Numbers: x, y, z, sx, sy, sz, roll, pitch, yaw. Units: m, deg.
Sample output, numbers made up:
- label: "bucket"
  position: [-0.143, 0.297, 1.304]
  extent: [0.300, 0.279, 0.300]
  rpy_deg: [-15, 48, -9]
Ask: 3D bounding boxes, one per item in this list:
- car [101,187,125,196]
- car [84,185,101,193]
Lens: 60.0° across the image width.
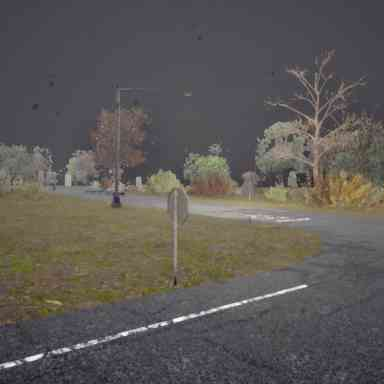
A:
- label: "car"
  position: [-12.134, -0.168, 52.015]
  extent: [1.994, 1.385, 4.181]
  rpy_deg: [0, 2, -36]
- label: "car"
  position: [-17.726, -0.493, 59.808]
  extent: [2.033, 1.411, 5.357]
  rpy_deg: [0, 2, -36]
